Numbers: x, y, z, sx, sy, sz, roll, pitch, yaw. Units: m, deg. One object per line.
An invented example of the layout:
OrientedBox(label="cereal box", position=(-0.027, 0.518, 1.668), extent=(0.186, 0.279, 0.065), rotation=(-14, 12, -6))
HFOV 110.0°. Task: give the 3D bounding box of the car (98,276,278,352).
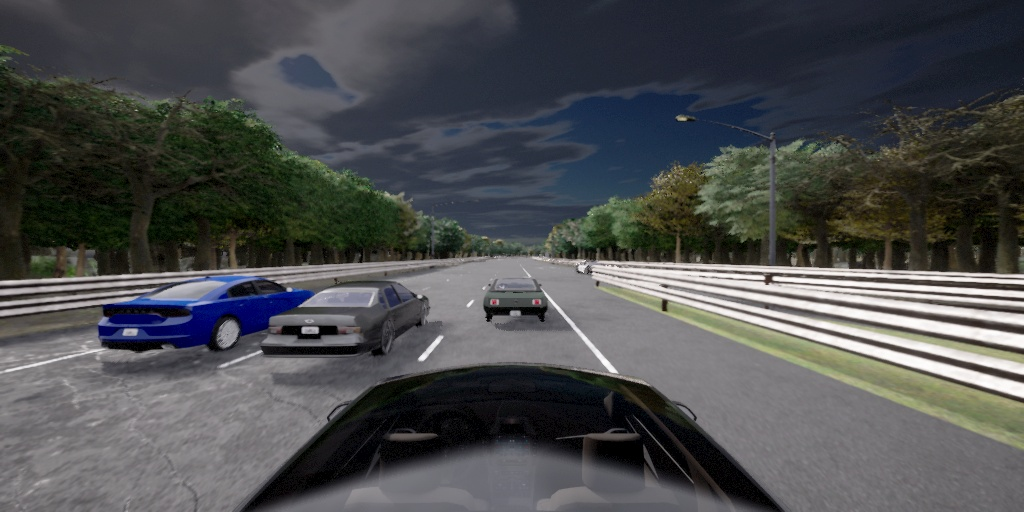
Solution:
OrientedBox(label="car", position=(-6.897, 1.225, 8.954), extent=(1.882, 1.535, 5.008), rotation=(0, 0, 0))

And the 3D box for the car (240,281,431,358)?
OrientedBox(label="car", position=(-3.395, 1.295, 8.538), extent=(2.033, 1.411, 5.357), rotation=(0, 0, 0))

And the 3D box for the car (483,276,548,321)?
OrientedBox(label="car", position=(0.106, 1.348, 12.462), extent=(1.895, 1.301, 4.718), rotation=(0, 0, 0))

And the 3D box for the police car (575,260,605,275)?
OrientedBox(label="police car", position=(8.573, 1.294, 40.047), extent=(2.038, 1.542, 4.974), rotation=(0, 0, -10))
